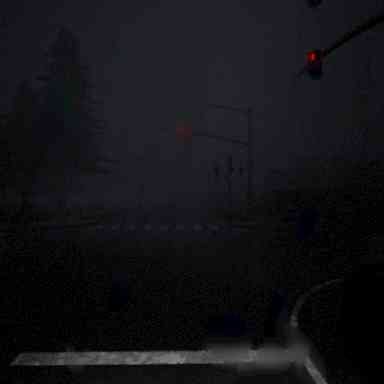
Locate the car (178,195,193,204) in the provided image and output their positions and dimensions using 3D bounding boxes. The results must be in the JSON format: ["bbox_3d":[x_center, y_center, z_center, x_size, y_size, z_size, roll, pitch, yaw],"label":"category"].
[{"bbox_3d":[-0.918,1.508,61.000,2.033,1.411,5.357,0,0,-7],"label":"car"}]

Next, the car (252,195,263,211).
[{"bbox_3d":[8.861,1.138,36.382,4.605,1.855,1.932,0,0,-1],"label":"car"}]

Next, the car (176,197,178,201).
[{"bbox_3d":[-2.213,1.315,71.183,1.812,1.442,4.674,0,0,-13],"label":"car"}]
